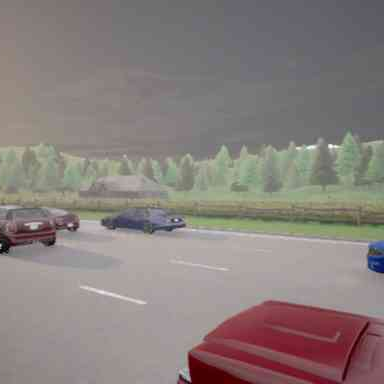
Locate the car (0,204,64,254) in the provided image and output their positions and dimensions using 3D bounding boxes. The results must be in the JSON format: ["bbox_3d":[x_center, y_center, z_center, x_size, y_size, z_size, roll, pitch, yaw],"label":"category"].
[{"bbox_3d":[-7.683,1.343,13.766,4.553,1.767,2.097,0,0,35],"label":"car"}]

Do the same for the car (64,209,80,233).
[{"bbox_3d":[-8.099,1.515,18.360,4.674,1.442,1.812,0,0,35],"label":"car"}]

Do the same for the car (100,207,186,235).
[{"bbox_3d":[-2.874,1.539,18.935,5.357,1.411,2.033,0,0,35],"label":"car"}]

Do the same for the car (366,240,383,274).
[{"bbox_3d":[6.852,1.479,7.702,5.008,1.535,1.882,0,0,35],"label":"car"}]

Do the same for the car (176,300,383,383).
[{"bbox_3d":[2.203,1.601,2.421,4.718,1.301,1.895,0,0,35],"label":"car"}]
